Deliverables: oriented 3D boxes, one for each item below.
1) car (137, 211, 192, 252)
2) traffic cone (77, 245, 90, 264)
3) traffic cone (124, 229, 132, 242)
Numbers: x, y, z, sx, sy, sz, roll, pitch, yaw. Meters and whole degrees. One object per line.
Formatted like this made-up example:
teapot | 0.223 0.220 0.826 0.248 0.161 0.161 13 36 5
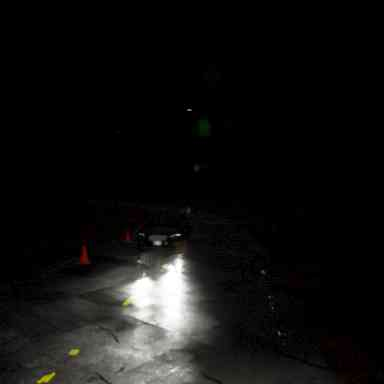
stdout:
car | -1.064 1.603 14.482 2.128 1.511 4.902 0 0 4
traffic cone | -3.513 2.020 10.828 0.340 0.580 0.340 0 0 7
traffic cone | -3.015 2.060 15.670 0.340 0.580 0.340 0 0 4
